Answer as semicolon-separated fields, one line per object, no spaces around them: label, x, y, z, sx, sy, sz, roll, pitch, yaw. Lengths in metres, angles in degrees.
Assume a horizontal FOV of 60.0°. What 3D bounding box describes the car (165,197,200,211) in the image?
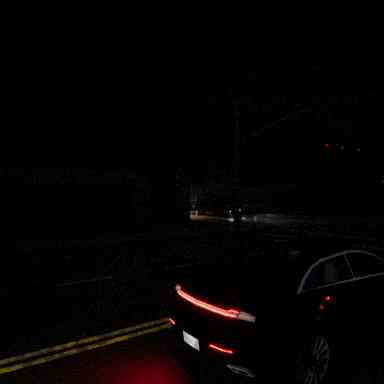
car;-1.274;1.491;42.241;2.128;1.511;4.902;0;0;-37

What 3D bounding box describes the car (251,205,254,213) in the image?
car;4.264;1.478;34.820;1.882;1.535;5.008;0;0;-37

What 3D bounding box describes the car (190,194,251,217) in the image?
car;2.546;1.221;31.277;2.150;2.045;5.566;0;0;-36

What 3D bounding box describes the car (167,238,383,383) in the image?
car;1.964;1.492;5.231;4.902;1.511;2.128;0;0;-35
